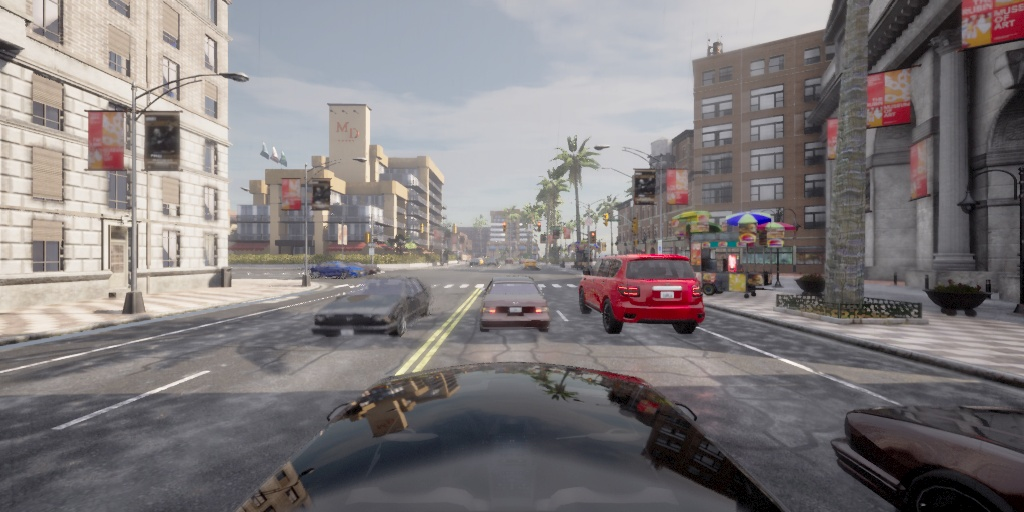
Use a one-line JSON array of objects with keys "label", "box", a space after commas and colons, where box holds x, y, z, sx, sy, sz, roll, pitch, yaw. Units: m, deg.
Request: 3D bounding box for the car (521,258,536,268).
[{"label": "car", "box": [3.053, 1.227, 61.297, 1.882, 1.535, 5.008, 0, 0, 0]}]

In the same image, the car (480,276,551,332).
[{"label": "car", "box": [0.015, 1.297, 10.834, 2.033, 1.411, 5.357, 0, 0, -2]}]

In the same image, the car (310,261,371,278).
[{"label": "car", "box": [-15.531, 1.227, 31.965, 5.008, 1.535, 1.882, 0, -1, 16]}]

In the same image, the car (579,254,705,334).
[{"label": "car", "box": [3.501, 0.971, 10.779, 2.150, 2.045, 5.566, 0, 0, 0]}]

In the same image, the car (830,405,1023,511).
[{"label": "car", "box": [3.534, 1.297, 0.438, 2.033, 1.411, 5.357, 0, 0, 1]}]

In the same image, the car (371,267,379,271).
[{"label": "car", "box": [-16.476, 1.298, 36.797, 5.357, 1.411, 2.033, 0, 0, -4]}]

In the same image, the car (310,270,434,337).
[{"label": "car", "box": [-3.628, 1.297, 10.530, 2.033, 1.411, 5.357, 0, 0, 0]}]
